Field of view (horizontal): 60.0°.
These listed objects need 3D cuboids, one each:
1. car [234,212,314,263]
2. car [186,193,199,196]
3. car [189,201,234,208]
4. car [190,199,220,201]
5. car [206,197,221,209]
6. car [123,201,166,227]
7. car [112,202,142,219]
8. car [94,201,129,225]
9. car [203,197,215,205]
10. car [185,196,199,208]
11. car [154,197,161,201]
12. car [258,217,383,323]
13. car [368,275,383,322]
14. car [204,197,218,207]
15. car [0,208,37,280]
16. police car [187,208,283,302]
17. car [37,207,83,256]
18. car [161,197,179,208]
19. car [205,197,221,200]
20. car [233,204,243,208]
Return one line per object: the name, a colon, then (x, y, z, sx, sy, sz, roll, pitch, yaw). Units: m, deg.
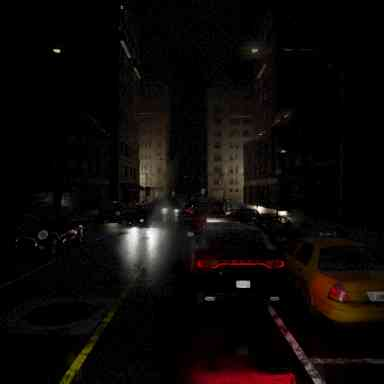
car: (2.872, 1.561, 12.695, 1.947, 1.339, 4.313, -1, 0, 0)
car: (0.075, 1.182, 59.545, 2.150, 2.045, 5.566, 0, 0, 0)
car: (0.921, 1.471, 18.340, 1.882, 1.535, 5.008, 0, 0, 0)
car: (0.928, 1.496, 24.340, 1.837, 1.490, 4.892, 0, 0, 0)
car: (2.924, 1.499, 46.380, 1.752, 1.417, 4.829, -1, 0, 0)
car: (-3.074, 1.556, 22.334, 1.994, 1.385, 4.181, 0, 0, 0)
car: (-5.640, 1.570, 29.464, 1.802, 1.307, 4.206, -1, 0, 0)
car: (-5.649, 1.431, 23.878, 1.967, 1.590, 4.097, -1, 0, 0)
car: (2.941, 1.544, 57.382, 1.802, 1.307, 4.206, -1, 0, 0)
car: (0.075, 1.575, 46.267, 1.895, 1.301, 4.718, 0, 0, 1)
car: (-5.604, 1.507, 57.392, 1.887, 1.381, 4.507, -1, 0, 0)
car: (2.864, 1.523, 7.280, 1.752, 1.417, 4.829, -1, 0, 0)
car: (2.856, 1.581, 1.523, 1.802, 1.307, 4.206, -1, 0, 0)
car: (2.933, 1.534, 51.797, 1.947, 1.339, 4.313, -1, 0, 0)
car: (-5.673, 1.313, 7.121, 2.192, 1.841, 5.009, -1, 0, 0)
police car: (0.908, 1.423, 8.449, 1.930, 1.638, 5.238, 0, 0, 0)
car: (-5.664, 1.436, 12.707, 1.967, 1.590, 4.097, -1, 0, 0)
car: (-2.941, 1.479, 47.508, 1.837, 1.490, 4.892, 0, 0, 0)
car: (2.915, 1.530, 40.625, 2.008, 1.369, 4.403, -1, 0, 0)
car: (2.881, 1.559, 18.281, 1.947, 1.339, 4.313, -1, 0, 0)
